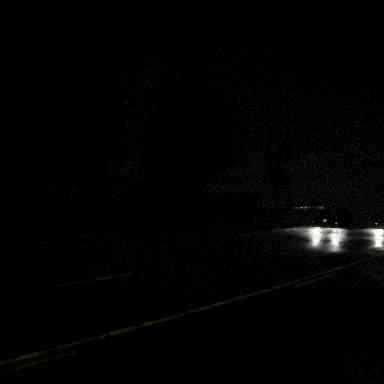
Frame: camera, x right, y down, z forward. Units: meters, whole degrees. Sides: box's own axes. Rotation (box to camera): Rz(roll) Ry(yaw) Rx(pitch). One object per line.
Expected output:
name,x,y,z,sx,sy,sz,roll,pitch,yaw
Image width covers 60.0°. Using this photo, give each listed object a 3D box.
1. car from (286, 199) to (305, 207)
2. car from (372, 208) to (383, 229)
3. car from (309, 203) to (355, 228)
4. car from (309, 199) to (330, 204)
car,19.708,2.106,63.588,1.882,1.535,5.008,-1,0,-11
car,13.224,1.650,21.786,1.994,1.385,4.181,-1,-1,38
car,9.817,1.671,23.070,1.994,1.385,4.181,0,-1,38
car,23.614,1.987,61.771,1.882,1.535,5.008,-1,-1,-9
